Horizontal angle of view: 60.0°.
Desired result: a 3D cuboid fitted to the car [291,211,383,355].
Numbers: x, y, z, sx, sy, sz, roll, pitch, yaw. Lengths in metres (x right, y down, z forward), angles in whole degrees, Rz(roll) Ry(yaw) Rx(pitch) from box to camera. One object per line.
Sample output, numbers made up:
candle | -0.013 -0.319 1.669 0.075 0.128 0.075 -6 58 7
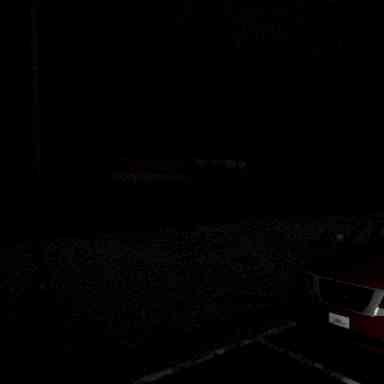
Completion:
car | 3.865 1.250 5.598 5.009 1.841 2.192 -1 0 -36
